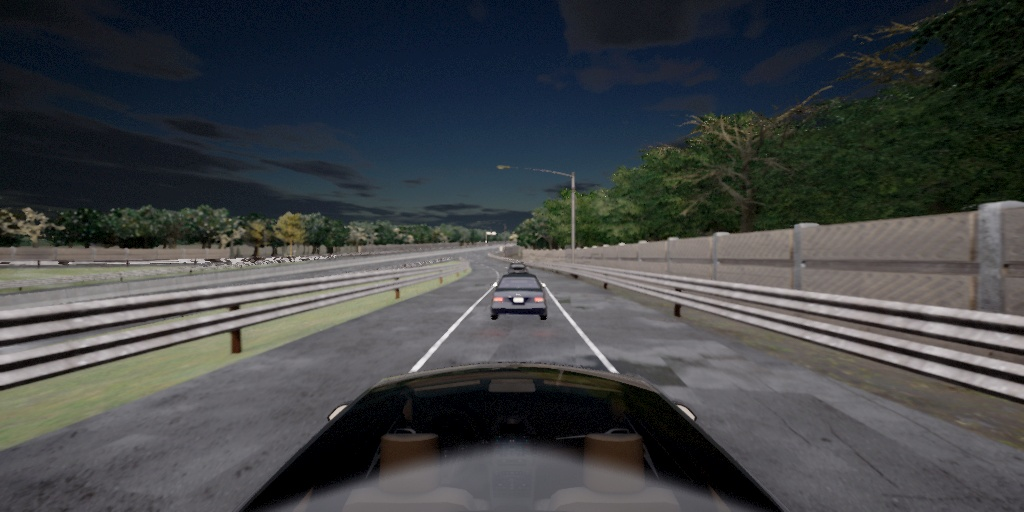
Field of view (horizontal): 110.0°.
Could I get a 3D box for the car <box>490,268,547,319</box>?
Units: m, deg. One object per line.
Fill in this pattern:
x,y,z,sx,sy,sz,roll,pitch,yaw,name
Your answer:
0.258,1.345,13.011,2.033,1.411,5.357,0,0,1,car

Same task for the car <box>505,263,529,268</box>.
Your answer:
0.460,1.378,32.461,1.837,1.490,4.892,0,0,-1,car
